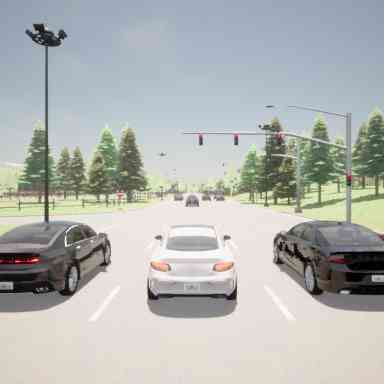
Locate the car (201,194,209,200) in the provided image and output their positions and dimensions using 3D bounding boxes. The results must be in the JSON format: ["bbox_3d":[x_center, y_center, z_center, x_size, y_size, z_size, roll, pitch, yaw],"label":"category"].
[{"bbox_3d":[3.612,1.372,93.183,2.033,1.411,5.357,0,0,0],"label":"car"}]

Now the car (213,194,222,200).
[{"bbox_3d":[7.112,1.385,93.179,1.994,1.385,4.181,0,0,0],"label":"car"}]

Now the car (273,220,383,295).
[{"bbox_3d":[3.522,1.478,8.743,1.882,1.535,5.008,0,0,0],"label":"car"}]

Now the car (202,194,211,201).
[{"bbox_3d":[3.600,1.348,83.150,2.097,1.767,4.553,0,0,0],"label":"car"}]

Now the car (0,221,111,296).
[{"bbox_3d":[-3.479,1.505,8.646,1.837,1.490,4.892,0,0,0],"label":"car"}]

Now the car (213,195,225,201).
[{"bbox_3d":[7.100,1.517,82.759,2.128,1.511,4.902,0,0,0],"label":"car"}]

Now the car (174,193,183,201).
[{"bbox_3d":[-3.400,1.544,83.155,1.994,1.385,4.181,0,0,0],"label":"car"}]

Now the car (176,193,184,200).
[{"bbox_3d":[-3.388,1.188,93.162,2.097,1.767,4.553,0,0,0],"label":"car"}]

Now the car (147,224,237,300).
[{"bbox_3d":[0.016,1.526,8.252,1.812,1.442,4.674,0,0,0],"label":"car"}]

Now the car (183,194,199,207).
[{"bbox_3d":[0.063,1.352,52.125,2.097,1.767,4.553,0,0,0],"label":"car"}]

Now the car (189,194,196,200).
[{"bbox_3d":[0.112,1.332,93.188,1.837,1.490,4.892,0,0,0],"label":"car"}]

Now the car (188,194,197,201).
[{"bbox_3d":[0.100,1.348,83.154,2.097,1.767,4.553,0,0,0],"label":"car"}]
